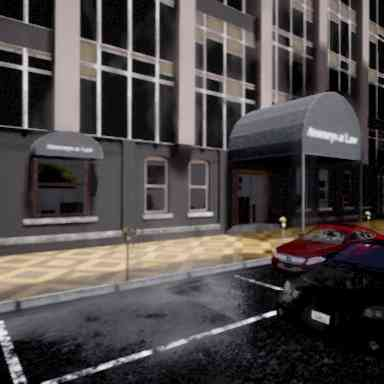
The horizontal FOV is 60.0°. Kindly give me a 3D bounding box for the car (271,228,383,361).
[{"bbox_3d":[3.422,1.570,5.815,4.181,1.385,1.994,0,0,-35],"label":"car"}]

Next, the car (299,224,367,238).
[{"bbox_3d":[4.100,1.591,9.478,4.206,1.307,1.802,0,0,-35],"label":"car"}]
